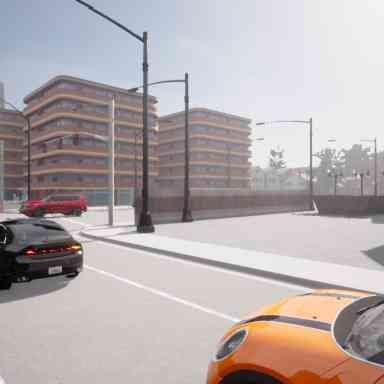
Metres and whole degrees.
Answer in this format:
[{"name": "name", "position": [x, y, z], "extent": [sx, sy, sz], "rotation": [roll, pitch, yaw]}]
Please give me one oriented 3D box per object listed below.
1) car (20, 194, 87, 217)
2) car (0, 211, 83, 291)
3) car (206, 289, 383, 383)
[{"name": "car", "position": [-12.071, 1.218, 29.383], "extent": [5.566, 2.045, 2.150], "rotation": [0, 0, -44]}, {"name": "car", "position": [-4.717, 1.505, 9.221], "extent": [1.837, 1.490, 4.892], "rotation": [0, 0, -43]}, {"name": "car", "position": [2.278, 1.352, 2.333], "extent": [4.553, 1.767, 2.097], "rotation": [0, 0, 40]}]
